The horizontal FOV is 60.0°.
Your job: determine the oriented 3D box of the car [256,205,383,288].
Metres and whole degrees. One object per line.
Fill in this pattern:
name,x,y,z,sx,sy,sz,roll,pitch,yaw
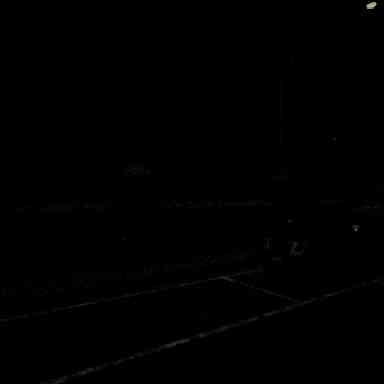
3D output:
car,4.086,1.313,9.455,5.009,1.841,2.192,0,0,-36
